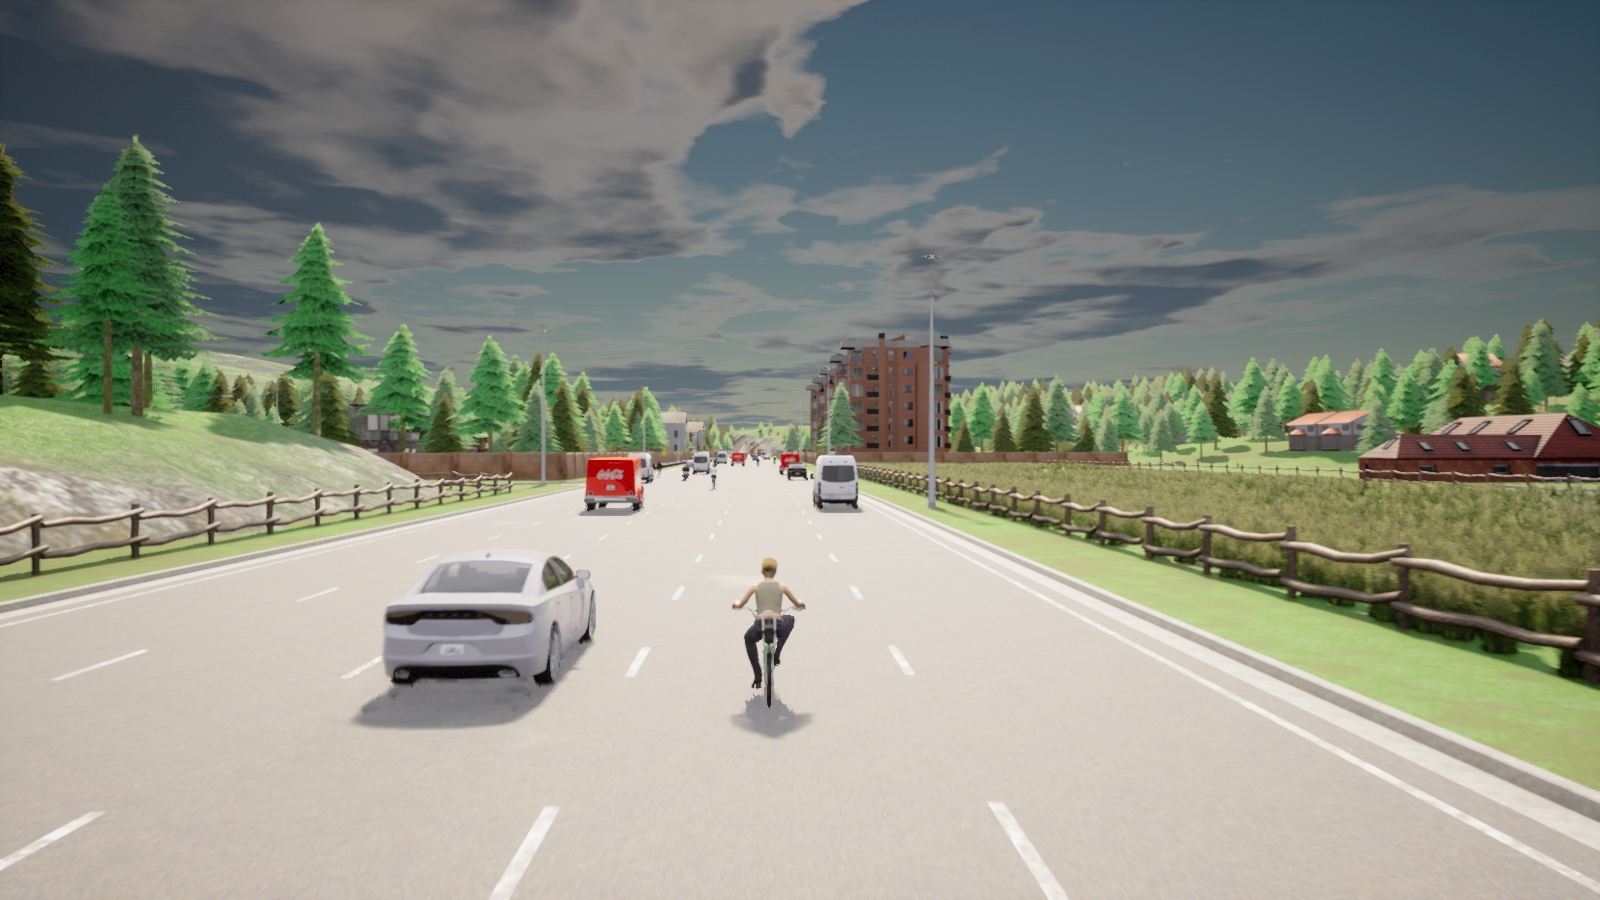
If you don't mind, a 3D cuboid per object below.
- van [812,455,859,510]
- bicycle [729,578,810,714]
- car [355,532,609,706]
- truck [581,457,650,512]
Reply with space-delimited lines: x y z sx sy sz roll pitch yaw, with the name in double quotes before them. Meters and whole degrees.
"van" 1.715 1.557 57.053 1.988 2.561 5.915 0 0 -2
"bicycle" -0.349 2.163 12.892 0.859 1.276 1.487 0 0 -2
"car" -3.908 2.041 15.068 2.097 1.535 5.006 0 0 -2
"truck" -8.713 1.594 54.564 2.627 2.467 5.204 0 0 -2
